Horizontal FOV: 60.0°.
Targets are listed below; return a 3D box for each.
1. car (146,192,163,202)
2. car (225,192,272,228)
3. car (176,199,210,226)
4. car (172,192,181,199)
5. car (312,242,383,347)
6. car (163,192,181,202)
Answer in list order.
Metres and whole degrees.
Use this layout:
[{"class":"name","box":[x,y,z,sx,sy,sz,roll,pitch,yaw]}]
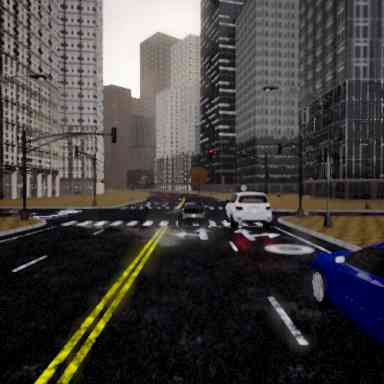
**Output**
[{"class":"car","box":[-6.542,1.002,56.542,1.994,1.385,4.181,0,1,1]},{"class":"car","box":[3.356,1.028,20.563,2.150,2.045,5.566,0,1,0]},{"class":"car","box":[0.103,1.361,21.779,1.994,1.385,4.181,0,1,0]},{"class":"car","box":[-3.295,0.765,72.047,1.837,1.490,4.892,0,1,-1]},{"class":"car","box":[3.351,1.433,4.773,1.882,1.535,5.008,0,1,0]},{"class":"car","box":[-3.291,0.915,56.587,1.882,1.535,5.008,0,1,0]}]
